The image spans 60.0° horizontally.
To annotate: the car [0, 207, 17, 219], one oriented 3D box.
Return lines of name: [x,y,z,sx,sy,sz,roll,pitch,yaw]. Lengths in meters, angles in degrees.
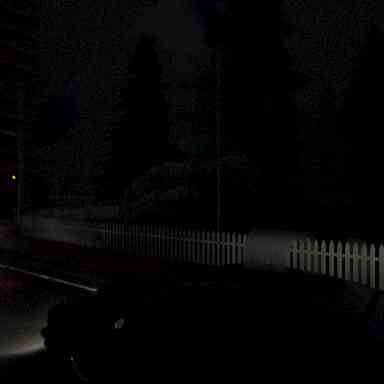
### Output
car: [-15.993,1.468,25.674,1.812,1.442,4.674,0,0,30]

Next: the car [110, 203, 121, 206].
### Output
car: [-10.154,1.545,47.380,1.895,1.301,4.718,0,0,0]

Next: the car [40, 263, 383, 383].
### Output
car: [0.622,1.547,3.550,5.357,1.411,2.033,0,0,36]
